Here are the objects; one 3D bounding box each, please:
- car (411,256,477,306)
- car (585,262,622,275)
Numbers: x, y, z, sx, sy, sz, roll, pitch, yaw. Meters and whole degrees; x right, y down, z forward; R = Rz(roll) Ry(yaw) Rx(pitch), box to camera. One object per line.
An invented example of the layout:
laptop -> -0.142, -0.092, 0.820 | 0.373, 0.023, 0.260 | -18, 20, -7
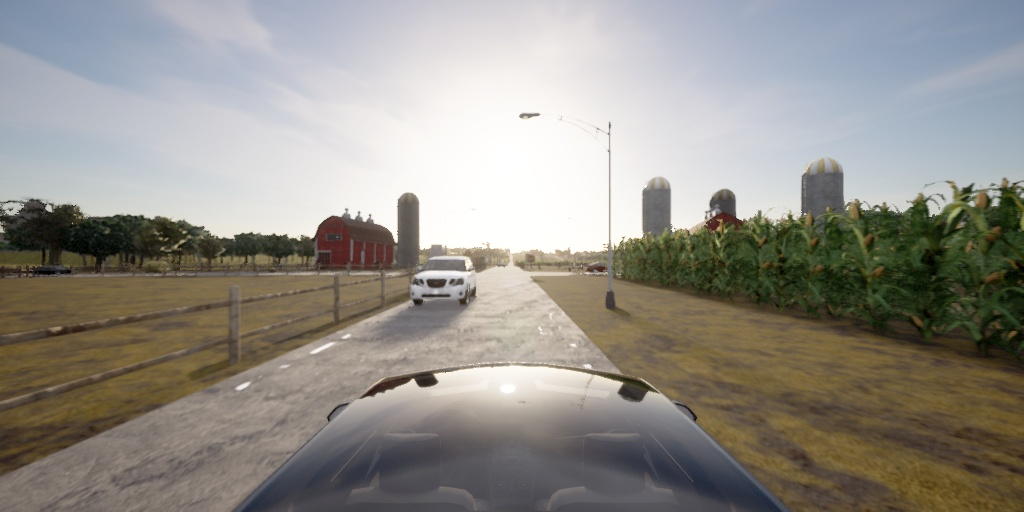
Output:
car -> -2.853, 1.006, 16.192 | 2.150, 2.045, 5.566 | 0, 0, 0
car -> 11.898, 1.494, 45.928 | 5.008, 1.535, 1.882 | 0, 0, 0
